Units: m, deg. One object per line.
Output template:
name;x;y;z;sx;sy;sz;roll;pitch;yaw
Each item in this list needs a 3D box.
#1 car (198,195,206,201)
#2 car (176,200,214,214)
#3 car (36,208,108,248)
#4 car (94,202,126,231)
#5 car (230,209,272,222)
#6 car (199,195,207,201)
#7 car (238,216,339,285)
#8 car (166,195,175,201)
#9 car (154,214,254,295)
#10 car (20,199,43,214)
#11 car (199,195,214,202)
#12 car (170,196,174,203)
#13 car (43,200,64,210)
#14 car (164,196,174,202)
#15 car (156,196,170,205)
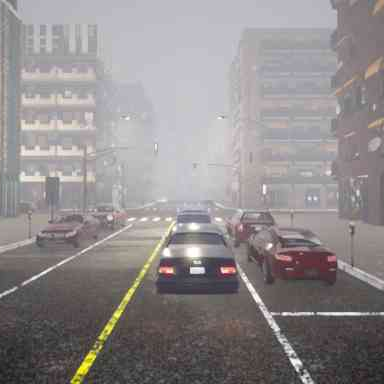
car;2.609;1.554;86.905;2.008;1.369;4.403;1;0;0
car;0.100;1.480;19.529;1.882;1.535;5.008;0;0;0
car;-5.305;1.584;14.762;1.802;1.307;4.206;1;0;0
car;-5.305;1.443;20.311;1.967;1.590;4.097;1;0;0
car;2.581;1.442;14.781;1.967;1.590;4.097;1;0;0
car;2.607;1.548;81.235;1.887;1.381;4.507;1;0;0
car;2.577;1.583;9.232;1.802;1.307;4.206;1;0;0
car;-5.274;1.548;81.208;1.887;1.381;4.507;1;0;0
car;0.104;1.549;8.888;2.033;1.411;5.357;0;0;0
car;-17.549;1.238;31.827;5.009;1.841;2.192;0;-1;0
car;2.595;1.555;52.880;2.008;1.369;4.403;1;0;0
car;-5.278;1.529;69.696;1.752;1.417;4.829;1;0;0
car;-17.608;1.587;39.703;4.313;1.339;1.947;0;-1;0
car;-5.276;1.569;75.537;1.947;1.339;4.313;1;0;0
car;-5.283;1.529;58.354;1.752;1.417;4.829;1;0;0
